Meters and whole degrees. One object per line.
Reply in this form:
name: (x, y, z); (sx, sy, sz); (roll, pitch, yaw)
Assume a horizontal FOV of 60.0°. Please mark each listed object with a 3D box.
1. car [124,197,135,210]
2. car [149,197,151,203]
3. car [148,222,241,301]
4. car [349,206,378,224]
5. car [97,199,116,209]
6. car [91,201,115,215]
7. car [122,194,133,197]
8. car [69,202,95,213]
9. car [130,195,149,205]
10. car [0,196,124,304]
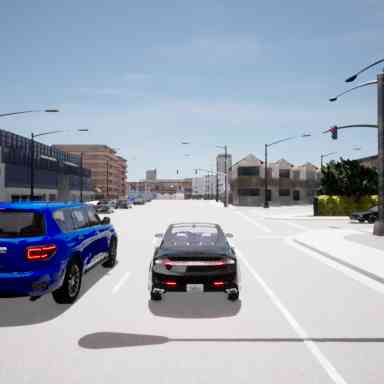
car: (-10.674, 1.927, 51.978); (1.837, 1.490, 4.892); (0, 0, 0)
car: (-10.622, 1.736, 77.361); (2.128, 1.511, 4.902); (0, 1, 0)
car: (0.055, 1.506, 8.365); (2.128, 1.511, 4.902); (0, 0, 0)
car: (15.061, 1.685, 25.499); (5.357, 1.411, 2.033); (0, -1, 0)
car: (-14.172, 1.936, 55.512); (1.837, 1.490, 4.892); (0, 0, 0)
car: (-10.374, 1.821, 39.052); (1.837, 1.490, 4.892); (0, -1, -4)
car: (-14.106, 1.697, 67.837); (2.097, 1.767, 4.553); (0, 1, 0)
car: (-14.167, 1.948, 43.114); (1.895, 1.301, 4.718); (0, 0, 0)
car: (-10.618, 1.905, 66.857); (2.033, 1.411, 5.357); (0, 1, 0)
car: (-3.446, 1.239, 8.320); (2.150, 2.045, 5.566); (0, 0, 0)
